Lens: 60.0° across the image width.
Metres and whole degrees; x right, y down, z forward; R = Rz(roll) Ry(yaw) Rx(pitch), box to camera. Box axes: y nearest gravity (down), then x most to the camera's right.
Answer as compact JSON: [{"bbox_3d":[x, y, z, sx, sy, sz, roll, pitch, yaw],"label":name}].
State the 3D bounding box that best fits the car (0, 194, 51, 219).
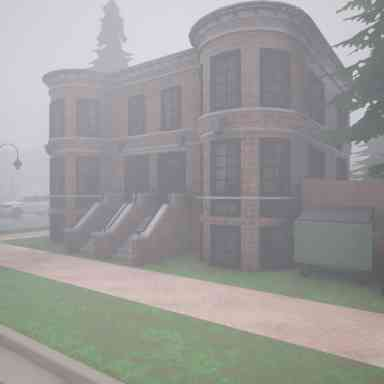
[{"bbox_3d":[-14.447,1.221,29.788,2.150,2.045,5.566,0,0,34],"label":"car"}]
